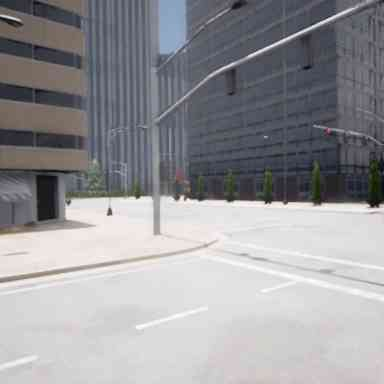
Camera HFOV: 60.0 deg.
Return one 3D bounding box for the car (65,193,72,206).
[{"bbox_3d":[-20.179,1.070,50.859,2.150,2.045,5.566,-1,0,-36],"label":"car"}]
